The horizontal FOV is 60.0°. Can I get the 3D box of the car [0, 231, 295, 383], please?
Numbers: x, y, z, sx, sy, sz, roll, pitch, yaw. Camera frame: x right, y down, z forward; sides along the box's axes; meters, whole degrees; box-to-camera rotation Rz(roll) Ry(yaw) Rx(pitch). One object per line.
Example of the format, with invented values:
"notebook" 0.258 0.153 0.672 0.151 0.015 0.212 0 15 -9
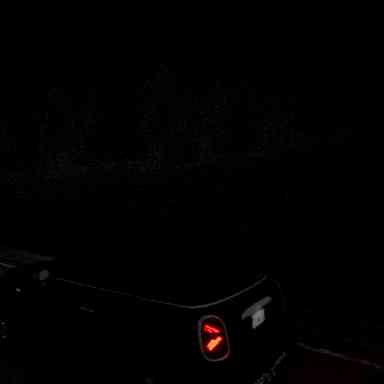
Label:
"car" -1.008 1.361 4.778 4.553 1.767 2.097 0 0 36
